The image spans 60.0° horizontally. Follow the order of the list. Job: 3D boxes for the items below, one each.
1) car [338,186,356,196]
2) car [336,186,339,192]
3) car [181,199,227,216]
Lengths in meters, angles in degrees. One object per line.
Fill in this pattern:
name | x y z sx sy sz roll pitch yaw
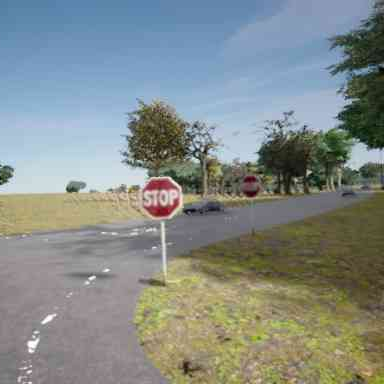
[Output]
car | 26.096 -0.116 55.256 2.033 1.411 5.357 -4 0 28
car | 36.719 -0.837 81.912 2.128 1.511 4.902 -4 0 35
car | 1.221 1.320 30.299 2.033 1.411 5.357 -4 -1 35
